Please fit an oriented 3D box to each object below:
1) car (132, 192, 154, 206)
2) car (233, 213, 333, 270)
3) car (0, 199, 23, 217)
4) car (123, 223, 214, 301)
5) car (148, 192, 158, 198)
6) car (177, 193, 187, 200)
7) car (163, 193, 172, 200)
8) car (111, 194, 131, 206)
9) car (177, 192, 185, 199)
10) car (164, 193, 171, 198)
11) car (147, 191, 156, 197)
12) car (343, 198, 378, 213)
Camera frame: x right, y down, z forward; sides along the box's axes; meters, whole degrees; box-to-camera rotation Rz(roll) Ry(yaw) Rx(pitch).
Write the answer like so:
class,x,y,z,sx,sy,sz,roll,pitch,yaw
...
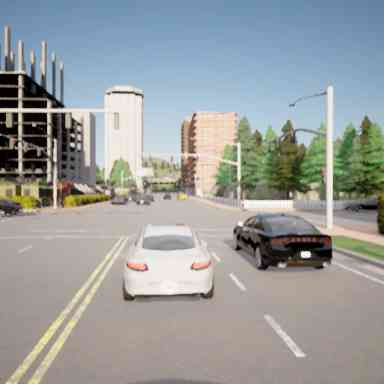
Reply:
class,x,y,z,sx,sy,sz,roll,pitch,yaw
car,-7.269,1.235,49.713,2.128,1.511,4.902,0,0,-4
car,2.665,1.422,10.901,1.882,1.535,5.008,0,0,-5
car,-17.345,1.354,28.865,4.892,1.490,1.837,0,-1,0
car,-0.596,1.483,8.160,1.812,1.442,4.674,0,0,-5
car,-9.443,0.728,80.440,2.128,1.511,4.902,0,0,-4
car,-2.169,1.077,76.968,1.882,1.535,5.008,0,0,-4
car,-5.731,1.121,77.688,2.128,1.511,4.902,0,0,-4
car,-10.749,1.293,49.309,2.033,1.411,5.357,0,0,-4
car,-2.871,0.863,86.514,1.882,1.535,5.008,0,0,-4
car,-6.361,0.938,86.258,1.994,1.385,4.181,0,0,-4
car,-8.353,1.168,65.153,1.837,1.490,4.892,0,1,-4
car,18.103,1.321,34.102,4.902,1.511,2.128,0,0,-3
